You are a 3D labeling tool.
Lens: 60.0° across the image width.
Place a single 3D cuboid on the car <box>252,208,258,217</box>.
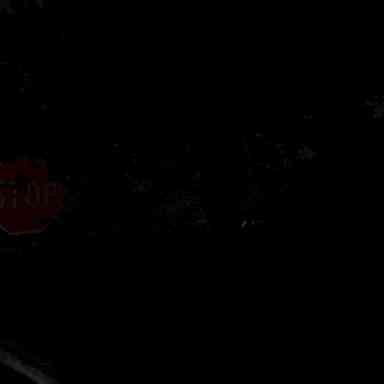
[{"bbox_3d":[8.033,2.833,42.638,1.882,1.535,5.008,-1,-3,36],"label":"car"}]
